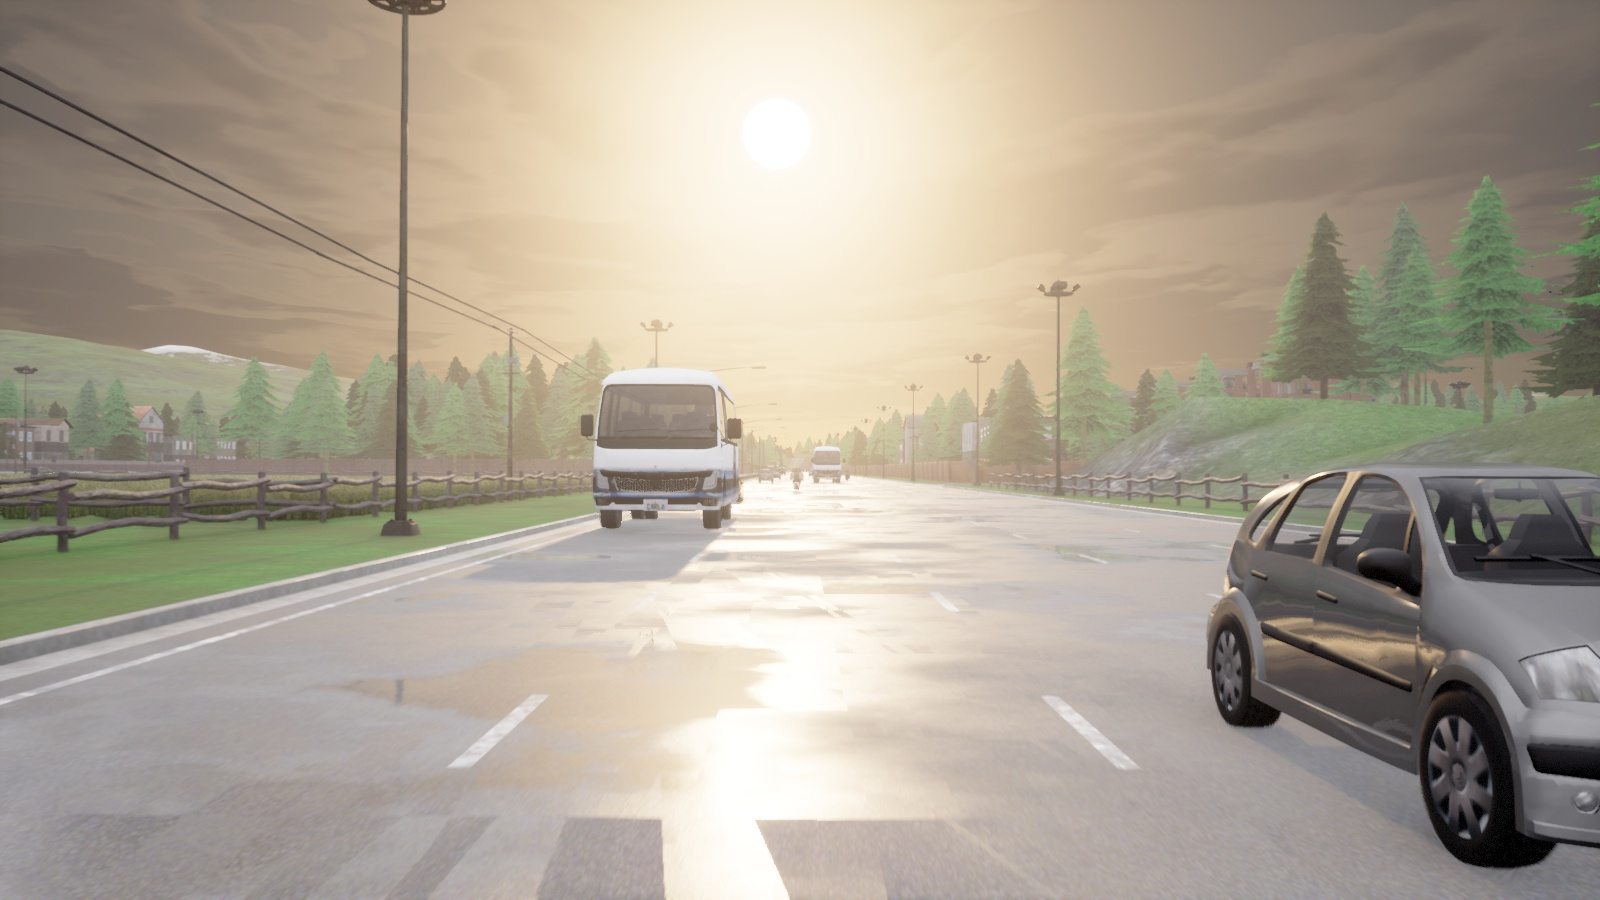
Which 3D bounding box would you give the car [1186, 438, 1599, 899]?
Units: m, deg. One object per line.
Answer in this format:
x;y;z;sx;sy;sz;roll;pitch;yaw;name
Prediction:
3.484;0.794;6.301;1.851;1.617;3.988;0;-1;0;car

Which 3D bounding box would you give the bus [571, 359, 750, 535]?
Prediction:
-3.591;0.001;35.598;3.944;4.253;10.273;0;-1;0;bus
